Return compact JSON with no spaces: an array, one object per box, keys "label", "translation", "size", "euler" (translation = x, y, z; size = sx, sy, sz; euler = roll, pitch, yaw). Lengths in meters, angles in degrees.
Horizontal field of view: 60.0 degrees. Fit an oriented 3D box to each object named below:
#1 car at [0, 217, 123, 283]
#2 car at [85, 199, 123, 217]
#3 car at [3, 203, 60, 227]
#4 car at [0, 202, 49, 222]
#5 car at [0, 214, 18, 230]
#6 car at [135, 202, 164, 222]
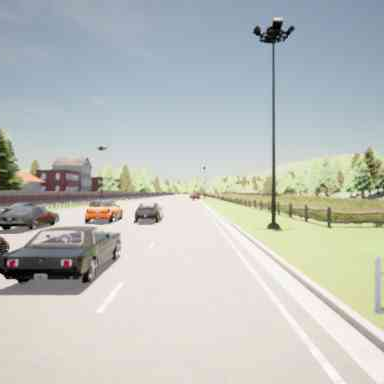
[{"label":"car","translation":[-3.400,1.630,9.717],"size":[1.895,1.301,4.718],"euler":[0,0,0]},{"label":"car","translation":[-6.899,1.430,26.522],"size":[2.097,1.767,4.553],"euler":[0,0,0]},{"label":"car","translation":[-10.399,1.610,21.446],"size":[2.033,1.411,5.357],"euler":[0,0,0]},{"label":"car","translation":[-13.898,1.607,27.797],"size":[1.812,1.442,4.674],"euler":[0,0,0]},{"label":"car","translation":[-6.901,1.553,8.978],"size":[1.812,1.442,4.674],"euler":[0,0,0]},{"label":"car","translation":[-3.398,1.570,26.801],"size":[2.128,1.511,4.902],"euler":[0,0,0]}]
